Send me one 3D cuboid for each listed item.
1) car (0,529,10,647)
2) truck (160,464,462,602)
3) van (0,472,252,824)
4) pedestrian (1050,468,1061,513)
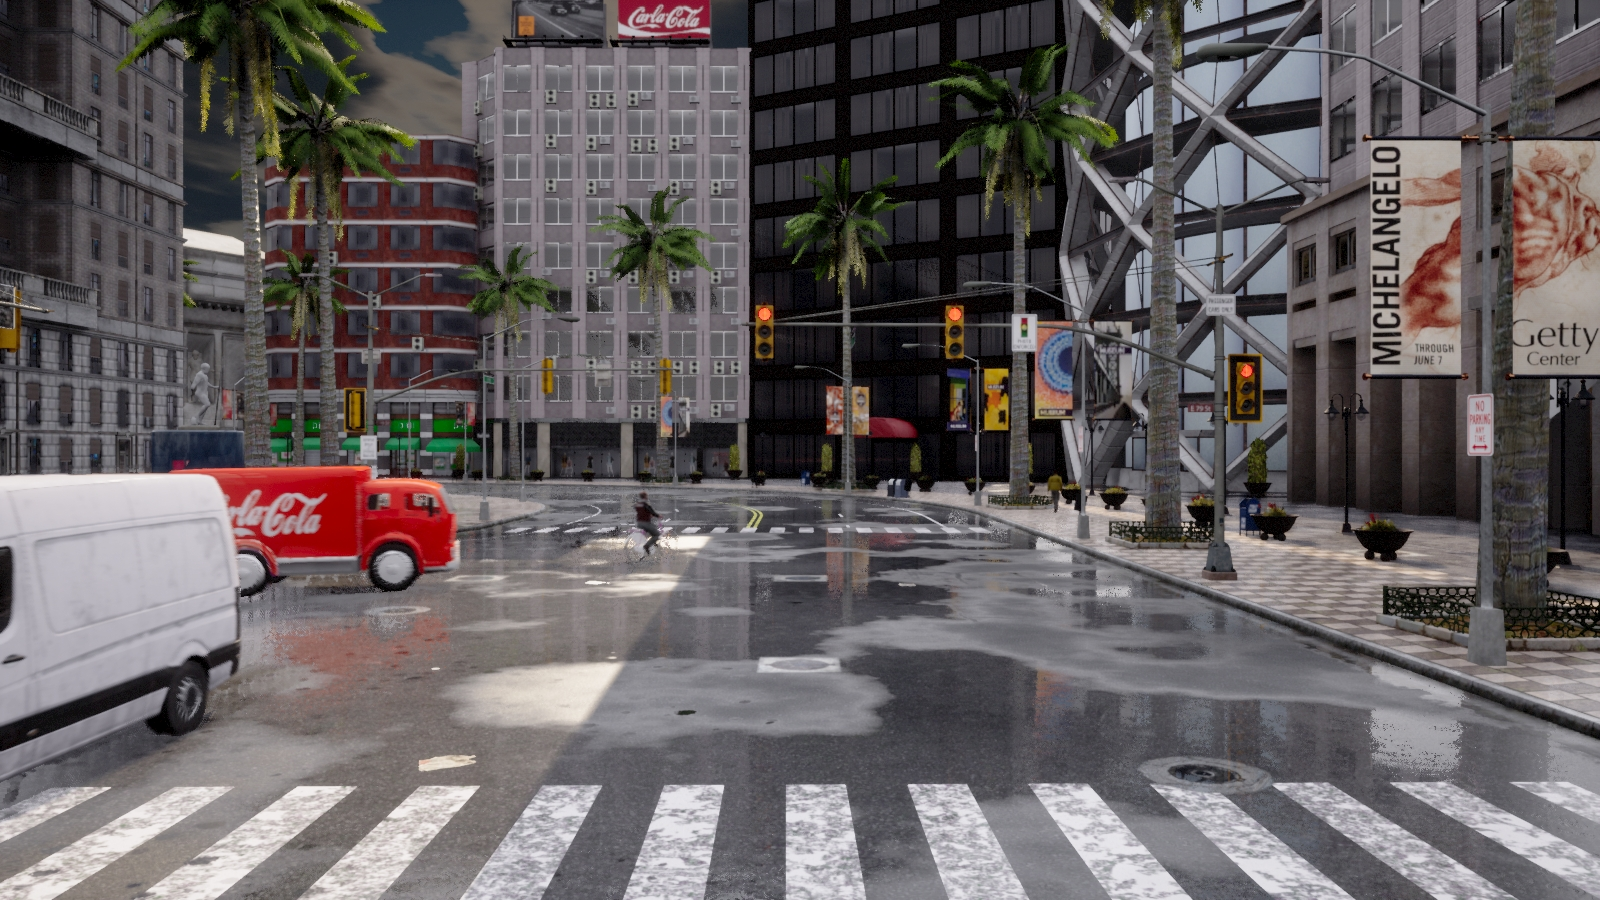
[{"bbox_3d":[-13.856,1.961,16.273,4.611,1.667,2.242,0,0,25],"label":"car"},{"bbox_3d":[-9.614,1.566,23.057,5.204,2.467,2.627,0,0,-13],"label":"truck"},{"bbox_3d":[-7.004,1.530,9.574,1.988,2.561,5.915,0,0,0],"label":"van"},{"bbox_3d":[10.641,1.679,47.561,0.375,1.860,0.375,0,0,24],"label":"pedestrian"}]
